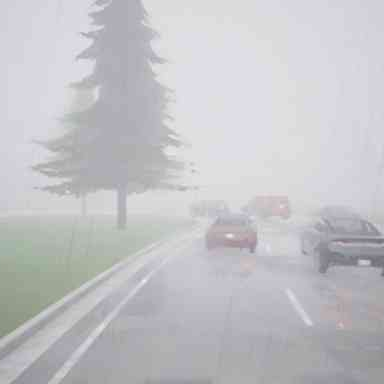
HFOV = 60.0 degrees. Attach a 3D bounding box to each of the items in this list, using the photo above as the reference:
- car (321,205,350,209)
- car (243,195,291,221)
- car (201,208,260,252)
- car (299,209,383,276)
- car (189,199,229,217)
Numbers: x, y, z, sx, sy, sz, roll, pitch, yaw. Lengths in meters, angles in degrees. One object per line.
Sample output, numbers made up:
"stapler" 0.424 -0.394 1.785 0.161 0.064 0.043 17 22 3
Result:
"car" 10.199 1.637 23.821 2.033 1.411 5.357 0 0 2
"car" 6.277 1.307 28.465 2.150 2.045 5.566 1 -1 -15
"car" 1.786 1.603 14.306 1.994 1.385 4.181 0 0 11
"car" 4.638 1.532 10.559 2.128 1.511 4.902 0 0 10
"car" 1.503 1.426 29.840 2.097 1.767 4.553 0 0 -26
